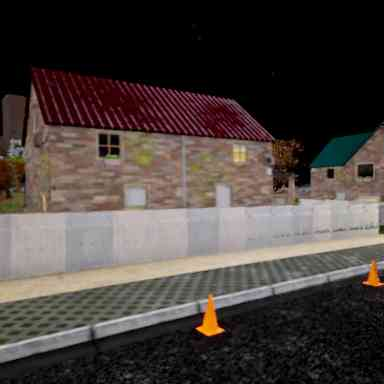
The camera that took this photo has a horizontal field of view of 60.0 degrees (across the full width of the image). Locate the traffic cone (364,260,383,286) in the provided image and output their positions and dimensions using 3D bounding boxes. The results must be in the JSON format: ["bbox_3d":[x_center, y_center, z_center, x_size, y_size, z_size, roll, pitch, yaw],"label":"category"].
[{"bbox_3d":[4.500,1.984,8.239,0.340,0.580,0.340,0,0,-33],"label":"traffic cone"}]

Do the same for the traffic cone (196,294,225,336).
[{"bbox_3d":[0.305,1.963,5.429,0.340,0.580,0.340,0,0,-34],"label":"traffic cone"}]
